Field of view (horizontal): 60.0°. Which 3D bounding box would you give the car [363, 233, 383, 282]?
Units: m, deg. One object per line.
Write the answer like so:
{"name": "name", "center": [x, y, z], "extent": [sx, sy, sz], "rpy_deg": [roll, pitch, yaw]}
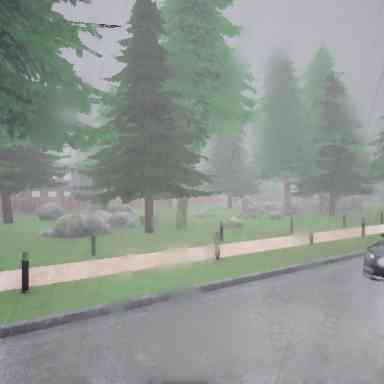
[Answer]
{"name": "car", "center": [6.322, 1.489, 8.621], "extent": [4.902, 1.511, 2.128], "rpy_deg": [0, 0, -36]}
